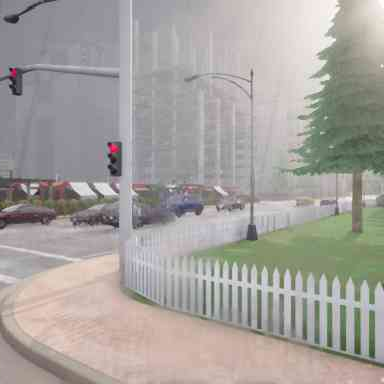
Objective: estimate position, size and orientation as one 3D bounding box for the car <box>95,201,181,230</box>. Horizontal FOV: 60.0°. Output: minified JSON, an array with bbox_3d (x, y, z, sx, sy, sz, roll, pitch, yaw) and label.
[{"bbox_3d":[-3.270,1.547,21.260,2.033,1.411,5.357,0,0,33],"label":"car"}]

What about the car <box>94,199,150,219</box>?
[{"bbox_3d":[-6.196,1.478,29.914,1.882,1.535,5.008,0,0,34],"label":"car"}]

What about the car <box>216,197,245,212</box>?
[{"bbox_3d":[4.645,1.491,39.718,2.128,1.511,4.902,0,0,34],"label":"car"}]

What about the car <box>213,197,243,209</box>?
[{"bbox_3d":[5.160,1.491,46.696,2.128,1.511,4.902,0,0,34],"label":"car"}]

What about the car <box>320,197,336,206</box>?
[{"bbox_3d":[21.080,1.526,51.264,1.812,1.442,4.674,0,0,34],"label":"car"}]

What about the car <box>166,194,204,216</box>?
[{"bbox_3d":[-0.990,1.221,31.378,2.150,2.045,5.566,0,0,34],"label":"car"}]

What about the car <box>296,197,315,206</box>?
[{"bbox_3d":[18.250,1.478,53.326,1.882,1.535,5.008,0,0,34],"label":"car"}]

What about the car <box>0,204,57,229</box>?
[{"bbox_3d":[-11.415,1.526,22.169,1.812,1.442,4.674,0,0,36],"label":"car"}]

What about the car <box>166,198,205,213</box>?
[{"bbox_3d":[-0.654,1.491,38.128,2.128,1.511,4.902,0,0,34],"label":"car"}]

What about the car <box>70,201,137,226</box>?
[{"bbox_3d":[-6.300,1.526,23.458,1.812,1.442,4.674,0,0,34],"label":"car"}]
